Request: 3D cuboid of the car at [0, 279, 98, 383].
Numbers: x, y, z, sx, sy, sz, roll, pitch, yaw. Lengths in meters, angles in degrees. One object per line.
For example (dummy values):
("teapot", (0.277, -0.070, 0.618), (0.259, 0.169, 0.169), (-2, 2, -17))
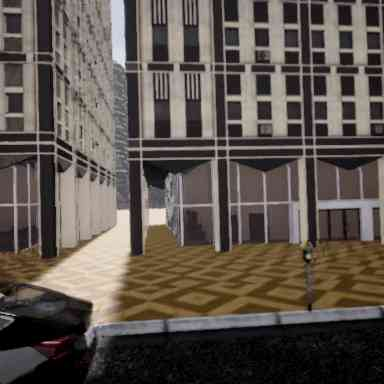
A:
("car", (-3.242, 1.720, 3.601), (4.313, 1.339, 1.947), (-1, -2, -7))
